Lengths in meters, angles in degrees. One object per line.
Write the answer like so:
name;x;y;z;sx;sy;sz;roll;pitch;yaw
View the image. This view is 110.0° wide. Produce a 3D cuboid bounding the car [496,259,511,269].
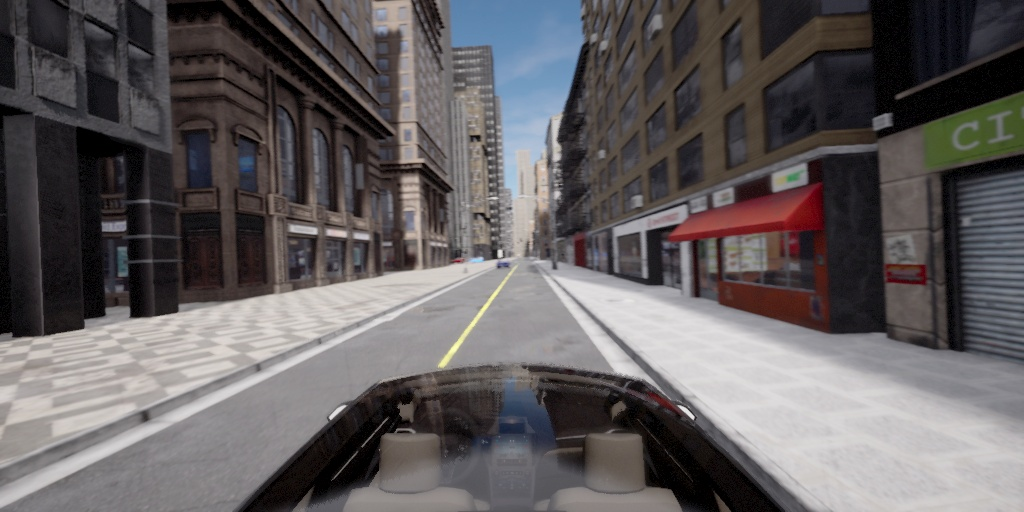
car;-1.136;1.112;49.402;1.895;1.301;4.718;-2;0;2
